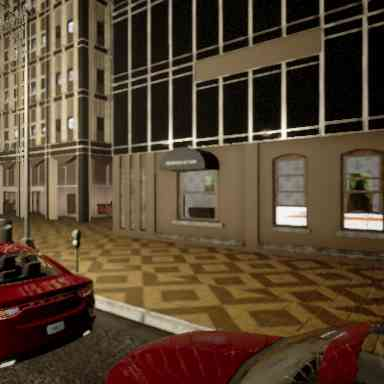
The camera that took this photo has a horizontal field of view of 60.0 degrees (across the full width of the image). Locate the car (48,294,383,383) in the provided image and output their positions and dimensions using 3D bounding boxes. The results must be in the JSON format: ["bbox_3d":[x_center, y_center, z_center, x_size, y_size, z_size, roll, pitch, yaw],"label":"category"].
[{"bbox_3d":[1.154,1.581,2.058,4.206,1.307,1.802,0,0,36],"label":"car"}]

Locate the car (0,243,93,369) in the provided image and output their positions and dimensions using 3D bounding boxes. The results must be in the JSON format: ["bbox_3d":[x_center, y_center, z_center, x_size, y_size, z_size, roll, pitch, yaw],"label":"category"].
[{"bbox_3d":[-3.474,1.505,5.360,4.507,1.381,1.887,0,0,36],"label":"car"}]
